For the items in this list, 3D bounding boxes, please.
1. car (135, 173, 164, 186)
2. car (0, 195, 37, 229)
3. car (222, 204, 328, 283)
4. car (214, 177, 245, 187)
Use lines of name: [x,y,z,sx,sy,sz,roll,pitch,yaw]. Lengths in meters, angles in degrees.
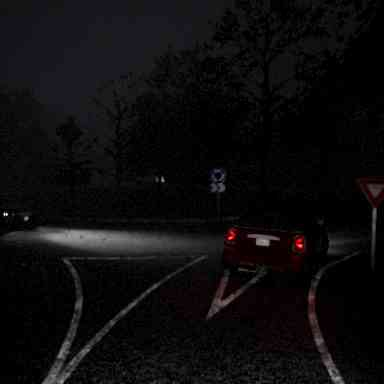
car: [-7.369,-2.218,57.736,5.566,2.045,2.150,3,5,36]
car: [-9.862,0.878,16.333,4.902,1.511,2.128,2,5,24]
car: [2.561,1.108,9.430,2.097,1.767,4.553,3,3,27]
car: [5.842,-1.582,52.278,4.902,1.511,2.128,2,4,26]
